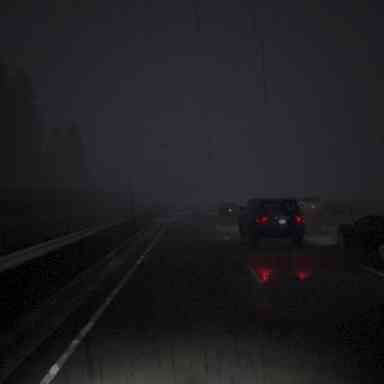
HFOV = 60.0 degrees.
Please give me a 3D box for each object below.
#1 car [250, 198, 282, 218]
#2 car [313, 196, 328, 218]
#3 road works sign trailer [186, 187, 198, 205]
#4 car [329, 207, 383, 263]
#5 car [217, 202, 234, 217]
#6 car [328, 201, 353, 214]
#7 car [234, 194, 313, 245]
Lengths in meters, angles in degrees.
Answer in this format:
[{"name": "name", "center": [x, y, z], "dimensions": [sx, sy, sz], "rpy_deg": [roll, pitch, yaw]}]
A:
[{"name": "car", "center": [7.109, 1.488, 32.434], "dimensions": [2.097, 1.767, 4.553], "rpy_deg": [0, 0, 0]}, {"name": "car", "center": [10.608, 1.355, 31.844], "dimensions": [2.150, 2.045, 5.566], "rpy_deg": [0, 0, 0]}, {"name": "road works sign trailer", "center": [0.016, 0.741, 66.308], "dimensions": [2.380, 3.560, 2.880], "rpy_deg": [0, 0, 0]}, {"name": "car", "center": [7.103, 1.529, 12.144], "dimensions": [1.882, 1.535, 5.008], "rpy_deg": [0, 0, 0]}, {"name": "car", "center": [3.609, 1.704, 33.464], "dimensions": [1.994, 1.385, 4.181], "rpy_deg": [0, 0, 0]}, {"name": "car", "center": [14.108, 1.628, 32.715], "dimensions": [2.128, 1.511, 4.902], "rpy_deg": [0, 0, 0]}, {"name": "car", "center": [3.604, 1.288, 15.924], "dimensions": [2.150, 2.045, 5.566], "rpy_deg": [0, 0, 0]}]
